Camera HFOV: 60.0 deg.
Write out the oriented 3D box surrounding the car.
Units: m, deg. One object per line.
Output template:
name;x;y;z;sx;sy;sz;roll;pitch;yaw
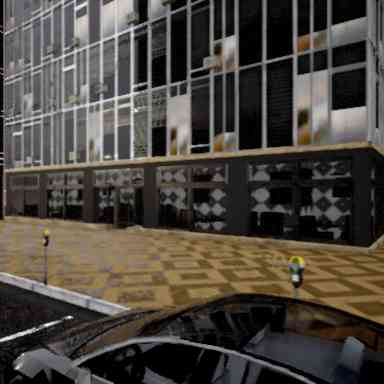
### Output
car;0.239;1.571;2.701;4.313;1.339;1.947;0;0;36
